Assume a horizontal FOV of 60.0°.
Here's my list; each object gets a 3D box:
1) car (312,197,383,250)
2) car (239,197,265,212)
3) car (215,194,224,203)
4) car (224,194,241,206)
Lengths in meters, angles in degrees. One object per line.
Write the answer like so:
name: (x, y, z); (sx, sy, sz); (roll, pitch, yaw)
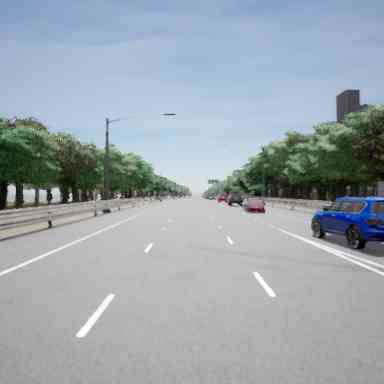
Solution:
car: (7.235, 1.227, 14.487); (2.150, 2.045, 5.566); (0, 0, -3)
car: (7.044, 1.573, 38.159); (1.994, 1.385, 4.181); (0, 0, 0)
car: (7.232, 1.483, 79.133); (2.150, 2.045, 5.566); (0, -1, 0)
car: (7.099, 1.279, 55.579); (2.150, 2.045, 5.566); (0, 0, 0)
